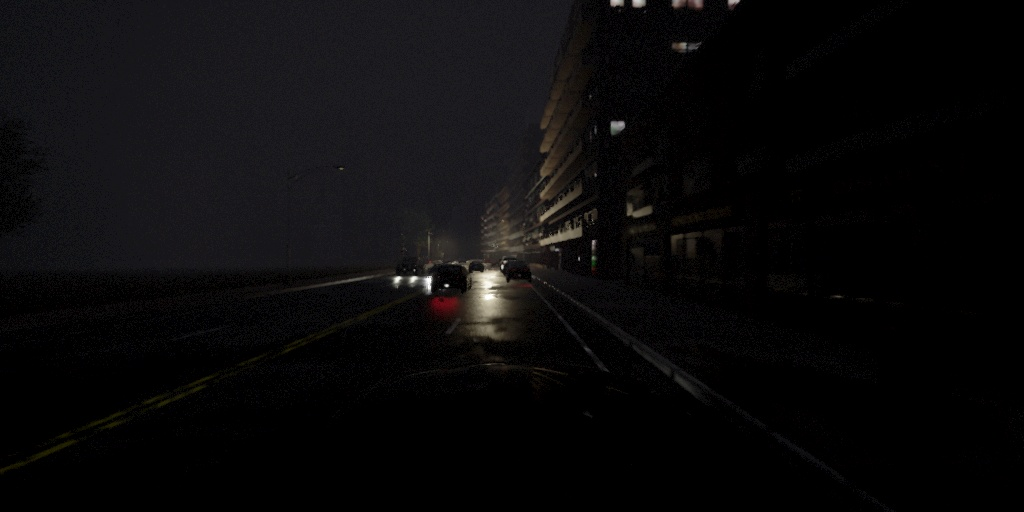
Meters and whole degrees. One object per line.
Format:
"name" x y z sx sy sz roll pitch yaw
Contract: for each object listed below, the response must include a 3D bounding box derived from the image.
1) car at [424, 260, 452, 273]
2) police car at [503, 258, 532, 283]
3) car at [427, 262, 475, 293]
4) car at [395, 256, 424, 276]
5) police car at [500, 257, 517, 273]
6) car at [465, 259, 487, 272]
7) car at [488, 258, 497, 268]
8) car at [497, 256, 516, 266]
"car" -7.518 1.377 37.360 1.895 1.301 4.718 0 0 -3
"police car" 0.467 1.183 28.493 1.930 1.638 5.238 0 0 -2
"car" -3.414 1.266 20.795 1.837 1.490 4.892 0 0 -2
"car" -10.829 1.006 38.515 2.150 2.045 5.566 0 0 -3
"police car" -0.004 1.189 38.569 1.930 1.638 5.238 0 0 -3
"car" -4.663 1.340 47.016 1.994 1.385 4.181 0 0 -4
"car" -2.718 1.312 62.978 1.812 1.442 4.674 0 0 -5
"car" -0.354 0.992 44.532 2.150 2.045 5.566 0 0 -4
